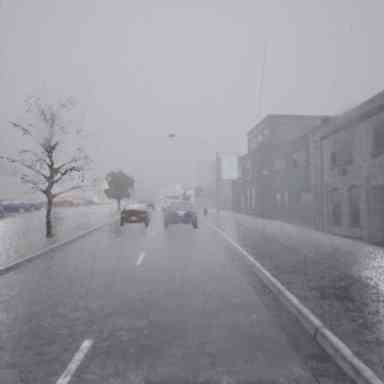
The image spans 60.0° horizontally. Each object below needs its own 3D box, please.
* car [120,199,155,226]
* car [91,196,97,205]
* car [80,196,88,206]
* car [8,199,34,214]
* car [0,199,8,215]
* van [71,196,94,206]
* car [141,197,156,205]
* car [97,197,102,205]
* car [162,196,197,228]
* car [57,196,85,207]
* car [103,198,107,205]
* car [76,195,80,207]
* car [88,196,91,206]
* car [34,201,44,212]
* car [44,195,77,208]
[{"bbox_3d":[-3.906,1.506,23.683,1.882,1.535,5.008,0,0,-4],"label":"car"},{"bbox_3d":[-22.398,1.694,65.866,5.566,2.045,2.435,0,-2,-26],"label":"car"},{"bbox_3d":[-21.284,1.749,57.057,5.366,1.575,1.946,0,-1,-26],"label":"car"},{"bbox_3d":[-18.867,1.500,33.323,5.008,1.535,2.097,0,0,-26],"label":"car"},{"bbox_3d":[-18.251,1.487,27.442,4.892,1.521,2.231,-1,0,-25],"label":"car"},{"bbox_3d":[-22.642,1.796,68.858,4.442,1.987,1.878,0,-2,-26],"label":"van"},{"bbox_3d":[-5.620,1.466,41.578,2.097,1.767,4.553,0,-1,-6],"label":"car"},{"bbox_3d":[-23.093,1.851,71.748,5.566,2.045,2.435,0,-1,-26],"label":"car"},{"bbox_3d":[-0.823,1.386,22.573,2.097,1.767,4.553,0,0,-4],"label":"car"},{"bbox_3d":[-21.801,1.686,59.916,4.553,1.767,2.185,0,-1,-26],"label":"car"},{"bbox_3d":[-24.204,2.376,80.546,5.366,1.575,1.946,0,-2,-26],"label":"car"},{"bbox_3d":[-21.155,1.575,54.000,4.553,1.767,2.185,0,-1,-26],"label":"car"},{"bbox_3d":[-22.098,1.914,62.882,4.674,1.452,2.002,0,-2,-26],"label":"car"},{"bbox_3d":[-19.186,1.511,36.268,5.008,1.535,2.097,0,0,-26],"label":"car"},{"bbox_3d":[-20.792,1.654,51.053,5.008,1.535,2.097,0,-1,-26],"label":"car"}]
